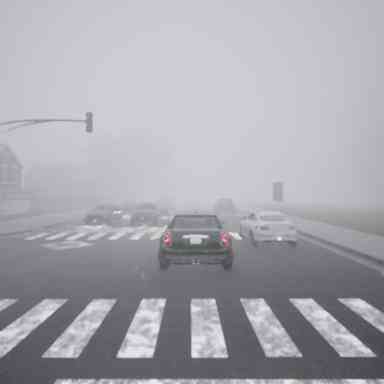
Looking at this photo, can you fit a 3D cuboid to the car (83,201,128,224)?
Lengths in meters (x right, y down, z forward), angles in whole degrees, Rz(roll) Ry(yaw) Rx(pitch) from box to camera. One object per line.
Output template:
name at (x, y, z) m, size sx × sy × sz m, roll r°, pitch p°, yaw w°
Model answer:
car at (-6.579, 1.597, 25.419) m, size 2.033 × 1.411 × 5.357 m, roll 0°, pitch 0°, yaw 1°

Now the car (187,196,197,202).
car at (0.021, 1.601, 65.715) m, size 2.128 × 1.511 × 4.902 m, roll 0°, pitch 0°, yaw 0°

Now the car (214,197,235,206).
car at (3.364, 1.417, 35.803) m, size 2.097 × 1.767 × 4.553 m, roll 0°, pitch 0°, yaw 0°

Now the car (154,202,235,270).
car at (0.104, 1.376, 11.235) m, size 2.097 × 1.767 × 4.553 m, roll 0°, pitch 0°, yaw 0°

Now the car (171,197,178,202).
car at (-3.291, 1.427, 42.844) m, size 2.097 × 1.767 × 4.553 m, roll 0°, pitch 0°, yaw 0°

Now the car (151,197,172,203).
car at (-3.337, 1.588, 33.854) m, size 1.812 × 1.442 × 4.674 m, roll 0°, pitch 0°, yaw 1°

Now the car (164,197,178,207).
car at (-3.274, 1.568, 53.153) m, size 1.882 × 1.535 × 5.008 m, roll 0°, pitch 0°, yaw 1°

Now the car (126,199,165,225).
car at (-3.339, 1.553, 24.601) m, size 1.837 × 1.490 × 4.892 m, roll 0°, pitch 0°, yaw 0°

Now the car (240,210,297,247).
car at (3.349, 1.558, 15.070) m, size 1.812 × 1.442 × 4.674 m, roll 0°, pitch 0°, yaw 0°

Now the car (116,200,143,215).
car at (-6.573, 1.628, 35.402) m, size 1.994 × 1.385 × 4.181 m, roll 0°, pitch 0°, yaw 1°

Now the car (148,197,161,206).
car at (-6.495, 1.623, 58.079) m, size 1.812 × 1.442 × 4.674 m, roll 0°, pitch 0°, yaw 0°
